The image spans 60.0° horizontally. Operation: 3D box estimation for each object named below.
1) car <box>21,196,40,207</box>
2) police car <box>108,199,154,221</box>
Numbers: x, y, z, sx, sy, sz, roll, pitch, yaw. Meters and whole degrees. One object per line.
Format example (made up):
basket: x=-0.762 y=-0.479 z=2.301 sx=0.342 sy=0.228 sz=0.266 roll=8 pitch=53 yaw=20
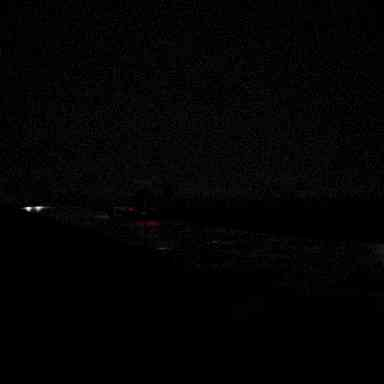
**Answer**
car: x=-22.814 y=1.312 z=46.895 sx=2.033 sy=1.411 sz=5.357 roll=-2 pitch=1 yaw=-34
police car: x=-4.868 y=1.337 z=25.611 sx=2.038 sy=1.542 sz=4.974 roll=-2 pitch=1 yaw=-34
